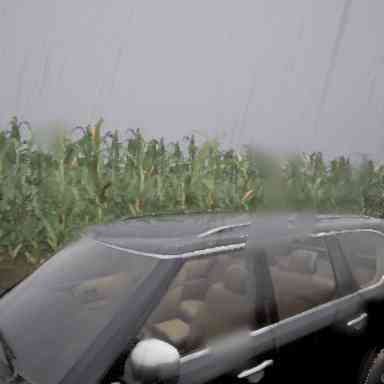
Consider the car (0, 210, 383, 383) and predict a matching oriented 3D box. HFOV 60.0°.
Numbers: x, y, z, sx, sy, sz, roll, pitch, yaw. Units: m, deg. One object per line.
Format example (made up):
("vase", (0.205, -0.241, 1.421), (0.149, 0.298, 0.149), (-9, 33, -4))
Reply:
("car", (-0.142, 1.230, 2.841), (5.566, 2.045, 2.150), (0, 0, -35))
